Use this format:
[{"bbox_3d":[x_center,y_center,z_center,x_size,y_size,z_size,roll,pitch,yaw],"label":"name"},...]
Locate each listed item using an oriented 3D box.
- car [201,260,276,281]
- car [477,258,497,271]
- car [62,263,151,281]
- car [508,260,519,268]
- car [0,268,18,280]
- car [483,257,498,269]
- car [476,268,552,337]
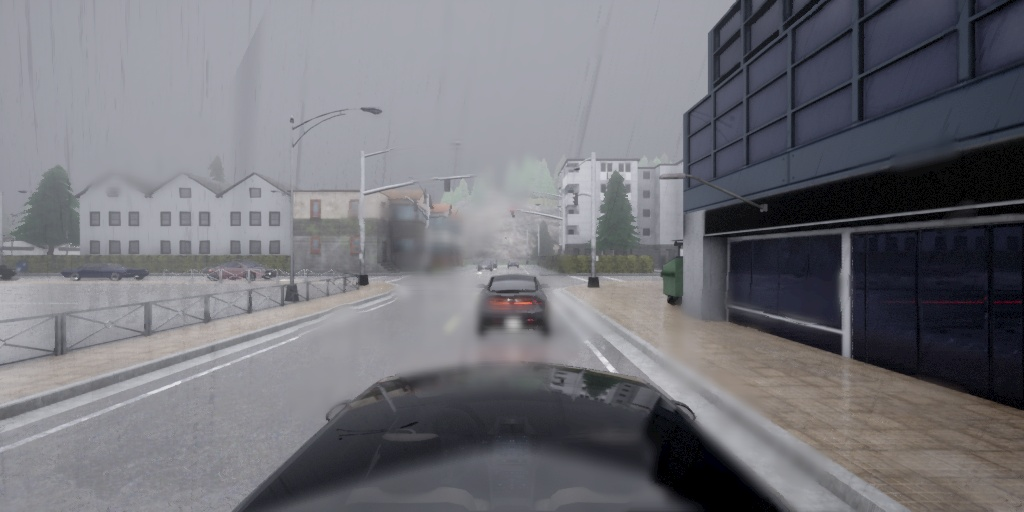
[{"bbox_3d":[-19.891,1.138,26.500,4.181,1.385,1.994,0,0,0],"label":"car"},{"bbox_3d":[-3.521,1.242,47.861,2.128,1.511,4.902,0,0,0],"label":"car"},{"bbox_3d":[-29.911,1.174,26.546,4.718,1.301,1.895,0,0,0],"label":"car"},{"bbox_3d":[0.181,1.351,60.994,1.895,1.301,4.718,0,0,-1],"label":"car"},{"bbox_3d":[-40.133,1.174,26.626,4.718,1.301,1.895,0,0,1],"label":"car"},{"bbox_3d":[-3.497,1.102,58.336,2.097,1.767,4.553,0,0,0],"label":"car"},{"bbox_3d":[0.067,1.255,10.344,1.837,1.490,4.892,0,0,1],"label":"car"}]
